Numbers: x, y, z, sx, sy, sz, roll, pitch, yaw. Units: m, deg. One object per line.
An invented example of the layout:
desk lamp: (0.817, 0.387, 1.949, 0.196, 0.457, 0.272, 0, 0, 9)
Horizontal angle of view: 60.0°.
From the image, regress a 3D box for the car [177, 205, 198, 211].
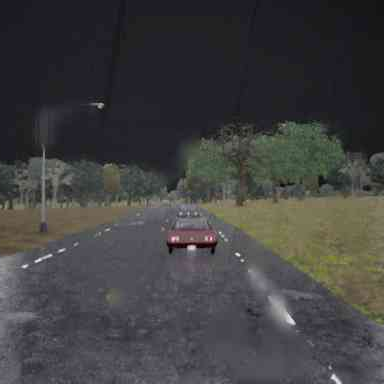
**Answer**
car: (-0.375, 1.812, 29.196, 1.895, 1.301, 4.718, 0, 0, -2)

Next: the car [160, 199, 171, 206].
car: (-5.675, 2.305, 71.725, 1.837, 1.490, 4.892, 0, -1, -2)

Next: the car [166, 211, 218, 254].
car: (-0.020, 1.720, 14.145, 1.895, 1.301, 4.718, 0, 0, 0)
